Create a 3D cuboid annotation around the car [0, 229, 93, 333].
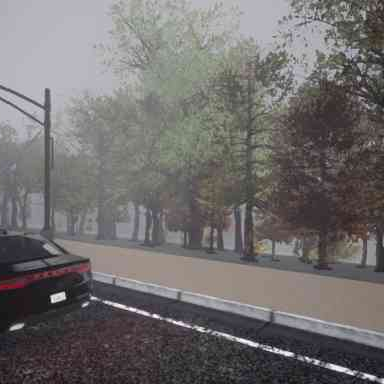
[{"bbox_3d":[-4.086,1.477,6.570,5.008,1.535,1.882,0,0,35],"label":"car"}]
